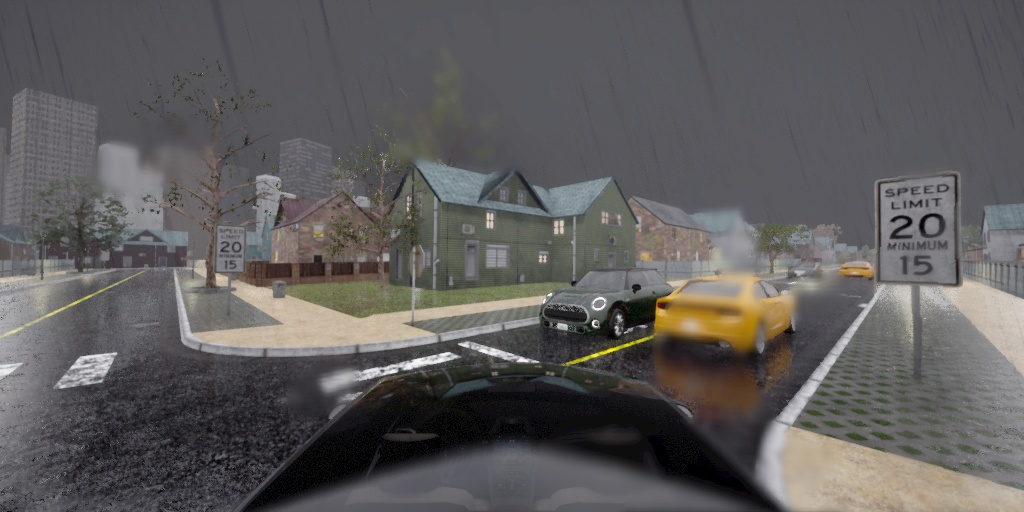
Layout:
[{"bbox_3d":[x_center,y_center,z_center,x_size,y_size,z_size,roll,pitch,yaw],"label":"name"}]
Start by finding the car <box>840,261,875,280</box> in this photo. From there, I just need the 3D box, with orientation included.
[{"bbox_3d":[29.102,1.184,30.155,5.008,1.535,1.882,0,0,-42],"label":"car"}]

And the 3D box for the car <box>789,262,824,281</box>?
[{"bbox_3d":[24.469,1.220,29.824,4.902,1.511,2.128,0,-1,-42],"label":"car"}]

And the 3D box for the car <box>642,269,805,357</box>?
[{"bbox_3d":[5.340,1.217,8.693,5.008,1.535,1.882,0,0,-42],"label":"car"}]

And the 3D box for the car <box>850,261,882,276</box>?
[{"bbox_3d":[36.533,1.268,36.944,5.357,1.411,2.033,0,-1,-42],"label":"car"}]

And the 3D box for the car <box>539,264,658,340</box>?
[{"bbox_3d":[2.838,1.114,10.211,4.553,1.767,2.097,0,0,-44],"label":"car"}]

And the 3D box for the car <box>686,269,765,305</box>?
[{"bbox_3d":[10.170,1.343,16.914,4.718,1.301,1.895,0,0,-42],"label":"car"}]
